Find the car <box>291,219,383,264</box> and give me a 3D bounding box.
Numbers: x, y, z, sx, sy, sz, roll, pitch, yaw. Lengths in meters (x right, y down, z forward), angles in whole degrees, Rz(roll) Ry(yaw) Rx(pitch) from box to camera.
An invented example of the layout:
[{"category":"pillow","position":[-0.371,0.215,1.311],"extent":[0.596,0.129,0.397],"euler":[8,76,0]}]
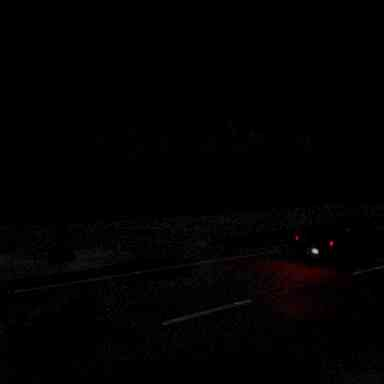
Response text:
[{"category":"car","position":[5.805,1.596,11.813],"extent":[4.718,1.301,1.895],"euler":[0,0,-32]}]
